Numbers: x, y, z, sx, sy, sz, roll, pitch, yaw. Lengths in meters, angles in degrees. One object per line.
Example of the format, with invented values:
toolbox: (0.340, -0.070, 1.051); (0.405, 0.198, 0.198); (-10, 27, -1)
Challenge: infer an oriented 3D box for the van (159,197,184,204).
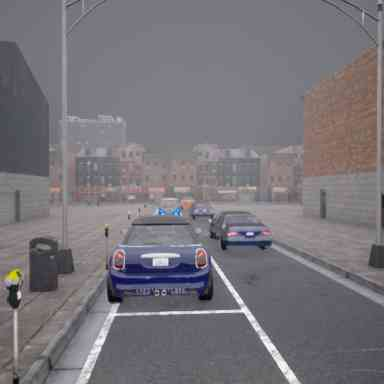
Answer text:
van: (-1.733, 1.344, 25.292); (1.690, 1.788, 3.998); (-1, 0, -4)

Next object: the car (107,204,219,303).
car: (-0.762, 1.352, 8.439); (2.097, 1.767, 4.553); (0, 0, -4)

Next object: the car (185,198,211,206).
car: (0.766, 1.552, 28.578); (2.033, 1.411, 5.357); (0, 0, -5)

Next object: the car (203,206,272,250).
car: (1.870, 1.547, 14.411); (2.033, 1.411, 5.357); (0, 0, -4)

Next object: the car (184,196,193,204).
car: (-0.601, 1.368, 44.827); (2.097, 1.767, 4.553); (0, 0, -4)
